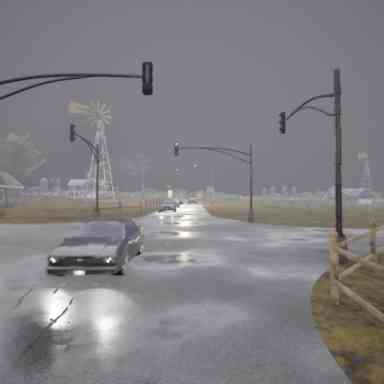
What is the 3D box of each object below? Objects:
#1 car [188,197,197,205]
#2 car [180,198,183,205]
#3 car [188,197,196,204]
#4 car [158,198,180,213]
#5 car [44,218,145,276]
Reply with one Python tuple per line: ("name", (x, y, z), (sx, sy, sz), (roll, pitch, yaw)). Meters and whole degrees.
("car", (0.132, 1.883, 69.113), (1.812, 1.442, 4.674), (0, 0, 0))
("car", (-2.826, 1.710, 51.020), (2.128, 1.511, 4.902), (0, 0, 0))
("car", (0.045, 1.969, 79.125), (1.812, 1.442, 4.674), (0, -1, 0))
("car", (-2.834, 1.715, 39.784), (1.994, 1.385, 4.181), (0, 0, 0))
("car", (-2.702, 1.564, 10.655), (2.033, 1.411, 5.357), (0, 0, 0))
